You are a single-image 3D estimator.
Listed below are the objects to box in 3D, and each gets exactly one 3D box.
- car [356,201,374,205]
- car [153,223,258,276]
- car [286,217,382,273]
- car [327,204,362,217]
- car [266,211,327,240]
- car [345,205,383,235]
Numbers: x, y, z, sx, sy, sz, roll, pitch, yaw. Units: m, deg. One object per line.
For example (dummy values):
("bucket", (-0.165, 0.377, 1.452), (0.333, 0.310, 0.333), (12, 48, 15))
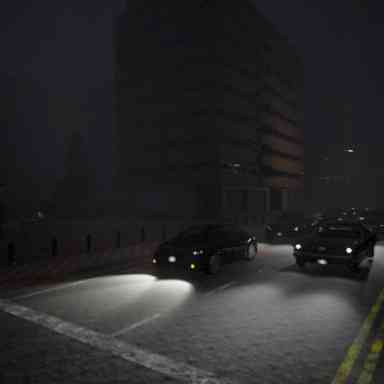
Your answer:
("car", (18.618, 1.810, 35.978), (2.097, 1.767, 4.553), (-2, -2, 37))
("car", (0.591, 1.783, 11.305), (1.994, 1.385, 4.181), (-2, -1, 36))
("car", (5.122, 1.765, 11.582), (1.895, 1.301, 4.718), (-2, -1, 36))
("car", (11.793, 1.915, 26.687), (2.033, 1.411, 5.357), (-2, -1, 36))
("car", (5.676, 1.812, 18.274), (1.812, 1.442, 4.674), (-2, -1, 36))
("car", (10.607, 1.728, 19.118), (2.128, 1.511, 4.902), (-2, -1, 36))
